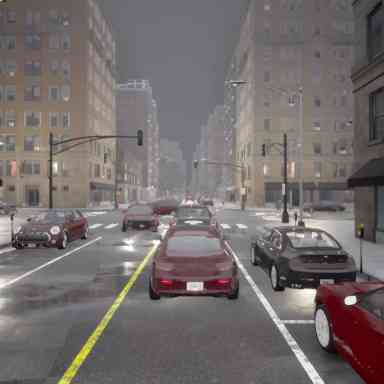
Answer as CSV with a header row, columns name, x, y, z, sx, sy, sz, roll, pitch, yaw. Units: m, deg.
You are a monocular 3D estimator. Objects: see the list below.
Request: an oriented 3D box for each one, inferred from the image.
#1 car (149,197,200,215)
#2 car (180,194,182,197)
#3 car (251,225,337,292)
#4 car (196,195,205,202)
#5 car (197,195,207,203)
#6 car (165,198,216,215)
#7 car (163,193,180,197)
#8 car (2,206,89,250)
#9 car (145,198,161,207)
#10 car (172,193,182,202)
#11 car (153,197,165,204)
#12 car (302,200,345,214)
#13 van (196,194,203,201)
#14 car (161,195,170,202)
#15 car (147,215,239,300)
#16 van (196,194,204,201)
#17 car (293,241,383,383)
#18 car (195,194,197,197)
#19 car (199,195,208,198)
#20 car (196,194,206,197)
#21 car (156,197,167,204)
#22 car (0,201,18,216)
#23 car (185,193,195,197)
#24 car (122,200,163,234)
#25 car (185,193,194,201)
name,x,y,z,sx,sy,sz,roll,pitch,yaw
car,-1.854,1.462,30.316,5.008,1.535,1.882,0,0,0
car,-3.432,1.604,67.257,1.812,1.442,4.674,0,0,0
car,2.657,1.553,8.739,2.008,1.369,4.403,0,0,0
car,2.112,1.559,80.199,1.967,1.590,4.097,0,0,-1
car,2.176,1.540,74.693,1.967,1.590,4.097,0,0,-1
car,0.066,1.358,15.581,2.097,1.767,4.553,0,0,0
car,-3.272,1.390,48.456,2.097,1.767,4.553,0,0,-1
car,-5.880,1.445,14.209,1.967,1.590,4.097,0,0,0
car,-6.094,1.595,52.571,2.008,1.369,4.403,0,0,-1
car,-3.532,1.336,77.788,2.150,2.045,5.566,0,0,-1
car,-6.222,1.613,63.586,1.887,1.381,4.507,0,0,-1
car,14.634,1.648,37.153,4.674,1.442,1.812,0,0,1
van,1.985,1.503,91.214,1.690,1.788,3.998,0,0,-1
car,-6.412,1.559,80.110,1.967,1.590,4.097,0,0,-1
car,0.018,1.528,8.277,1.812,1.442,4.674,0,0,-1
van,2.049,1.481,85.707,1.690,1.788,3.998,0,0,-1
car,2.669,1.545,3.248,1.887,1.381,4.507,0,0,0
car,2.240,1.399,69.186,2.192,1.841,5.009,0,0,-1
car,2.431,1.590,52.666,1.887,1.381,4.507,0,0,-1
car,2.301,1.595,63.849,1.752,1.417,4.829,0,0,-1
car,-6.286,1.665,69.094,1.802,1.307,4.206,0,0,-1
car,-18.181,1.414,30.186,4.902,1.511,2.128,0,0,0
car,-0.550,1.341,79.392,2.150,2.045,5.566,0,0,-1
car,-3.038,1.478,19.739,1.882,1.535,5.008,1,0,-11
car,-0.674,1.383,90.111,2.150,2.045,5.566,0,0,-1
